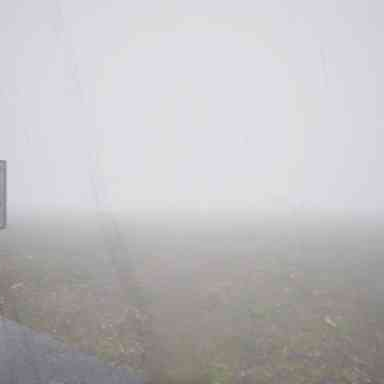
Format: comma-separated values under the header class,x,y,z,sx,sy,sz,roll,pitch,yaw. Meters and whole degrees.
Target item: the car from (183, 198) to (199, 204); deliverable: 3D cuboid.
class,x,y,z,sx,sy,sz,roll,pitch,yaw
car,-0.253,2.228,83.923,1.882,1.535,5.008,1,0,36
